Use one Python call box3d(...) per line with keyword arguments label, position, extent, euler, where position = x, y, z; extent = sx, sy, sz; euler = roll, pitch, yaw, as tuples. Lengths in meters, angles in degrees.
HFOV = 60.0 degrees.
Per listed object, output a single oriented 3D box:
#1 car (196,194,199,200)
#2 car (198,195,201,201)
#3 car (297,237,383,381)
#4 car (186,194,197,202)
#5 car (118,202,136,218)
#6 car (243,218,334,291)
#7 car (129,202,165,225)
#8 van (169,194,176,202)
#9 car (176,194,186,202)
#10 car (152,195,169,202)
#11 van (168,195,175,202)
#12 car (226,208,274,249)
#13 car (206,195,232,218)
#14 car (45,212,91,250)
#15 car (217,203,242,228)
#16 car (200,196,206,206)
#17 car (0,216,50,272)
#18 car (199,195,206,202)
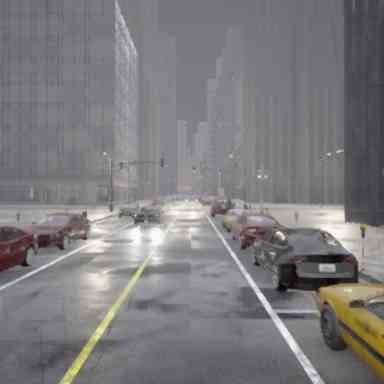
box3d(label="car", position=(2.758, 1.615, 80.750), extent=(2.192, 1.841, 5.009), euler=(0, 0, 0))
box3d(label="car", position=(2.758, 1.798, 69.512), extent=(1.887, 1.381, 4.507), euler=(0, 0, 0))
box3d(label="car", position=(2.763, 1.536, 3.410), extent=(1.752, 1.417, 4.829), euler=(0, 0, 0))
box3d(label="car", position=(-0.006, 1.835, 86.010), extent=(2.033, 1.411, 5.357), euler=(0, 0, 0))
box3d(label="car", position=(-5.764, 1.657, 31.401), extent=(2.008, 1.369, 4.403), euler=(0, 0, 0))
box3d(label="car", position=(2.762, 1.594, 8.876), extent=(1.947, 1.339, 4.313), euler=(0, 0, 0))
box3d(label="car", position=(-3.087, 1.683, 24.608), extent=(1.895, 1.301, 4.718), euler=(0, 0, 0))
box3d(label="van", position=(-5.768, 1.664, 86.350), extent=(1.690, 1.788, 3.998), euler=(0, 0, 0))
box3d(label="car", position=(-3.006, 1.678, 88.116), extent=(2.097, 1.767, 4.553), euler=(0, 0, 0))
box3d(label="car", position=(-5.766, 1.523, 58.256), extent=(2.192, 1.841, 5.009), euler=(0, 0, 0))
box3d(label="van", position=(-5.768, 1.688, 91.968), extent=(1.690, 1.788, 3.998), euler=(0, 0, 0))
box3d(label="car", position=(2.762, 1.592, 14.512), extent=(1.887, 1.381, 4.507), euler=(0, 0, 0))
box3d(label="car", position=(2.761, 1.421, 31.423), extent=(2.192, 1.841, 5.009), euler=(0, 0, 0))
box3d(label="car", position=(-5.763, 1.592, 14.494), extent=(1.887, 1.381, 4.507), euler=(0, 0, 0))
box3d(label="car", position=(2.762, 1.593, 20.319), extent=(1.752, 1.417, 4.829), euler=(0, 0, 0))
box3d(label="car", position=(2.759, 1.790, 58.275), extent=(1.802, 1.307, 4.206), euler=(0, 0, 0))
box3d(label="car", position=(-5.762, 1.573, 8.857), extent=(1.887, 1.381, 4.507), euler=(0, 0, 0))
box3d(label="car", position=(2.759, 1.812, 63.894), extent=(1.802, 1.307, 4.206), euler=(0, 0, 0))
